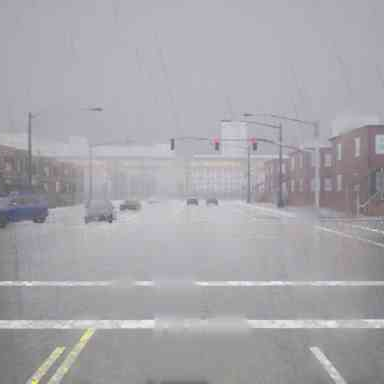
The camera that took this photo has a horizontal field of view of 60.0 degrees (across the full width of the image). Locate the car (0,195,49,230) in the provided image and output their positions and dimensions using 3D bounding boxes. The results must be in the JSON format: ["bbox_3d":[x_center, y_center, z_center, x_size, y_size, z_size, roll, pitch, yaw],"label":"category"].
[{"bbox_3d":[-11.885,1.224,21.845,2.150,2.045,5.566,1,0,15],"label":"car"}]

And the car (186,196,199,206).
[{"bbox_3d":[0.085,1.478,56.346,1.882,1.535,5.008,0,0,0],"label":"car"}]

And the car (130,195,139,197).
[{"bbox_3d":[-10.549,1.351,60.494,2.097,1.767,4.553,0,0,0],"label":"car"}]

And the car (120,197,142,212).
[{"bbox_3d":[-7.112,1.601,38.629,1.895,1.301,4.718,0,0,0],"label":"car"}]

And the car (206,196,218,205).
[{"bbox_3d":[3.481,1.505,58.461,1.837,1.490,4.892,0,0,0],"label":"car"}]

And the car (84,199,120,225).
[{"bbox_3d":[-6.694,1.505,24.567,1.837,1.490,4.892,0,0,-8],"label":"car"}]

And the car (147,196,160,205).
[{"bbox_3d":[-7.040,1.525,61.265,1.812,1.442,4.674,0,0,0],"label":"car"}]
